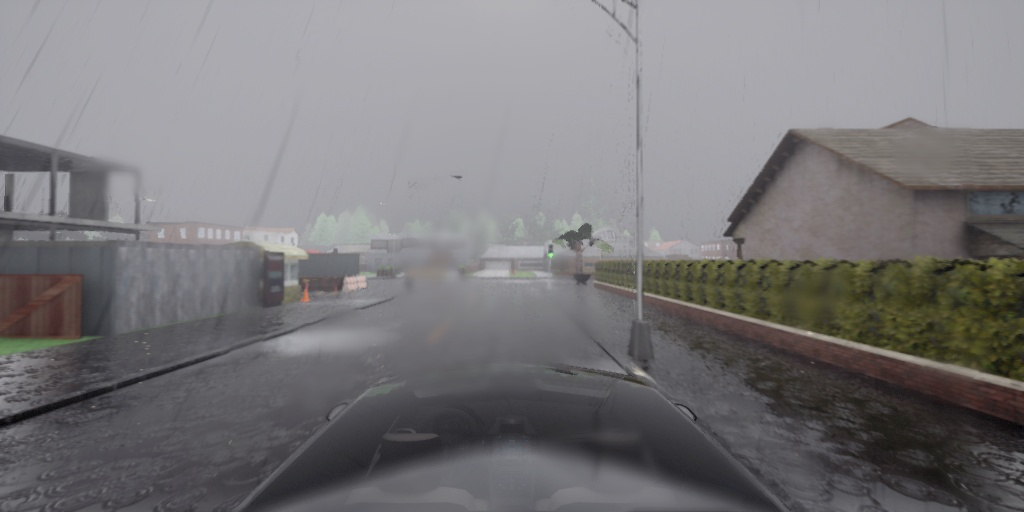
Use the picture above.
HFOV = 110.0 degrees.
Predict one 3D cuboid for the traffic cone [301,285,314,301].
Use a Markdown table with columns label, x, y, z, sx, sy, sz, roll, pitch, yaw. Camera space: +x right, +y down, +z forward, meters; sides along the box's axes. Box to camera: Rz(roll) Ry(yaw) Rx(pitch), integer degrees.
| label | x | y | z | sx | sy | sz | roll | pitch | yaw |
| --- | --- | --- | --- | --- | --- | --- | --- | --- | --- |
| traffic cone | -9.668 | 1.808 | 16.820 | 0.344 | 0.586 | 0.344 | 0 | 0 | 0 |

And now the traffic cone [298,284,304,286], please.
| label | x | y | z | sx | sy | sz | roll | pitch | yaw |
| --- | --- | --- | --- | --- | --- | --- | --- | --- | --- |
| traffic cone | -10.388 | 1.786 | 17.340 | 0.344 | 0.586 | 0.344 | 0 | 0 | 0 |
